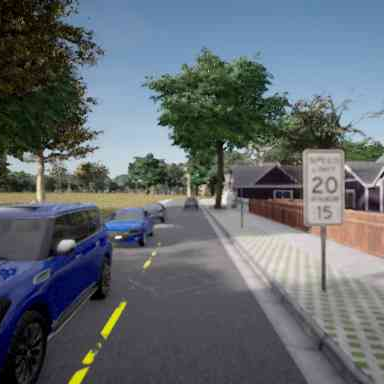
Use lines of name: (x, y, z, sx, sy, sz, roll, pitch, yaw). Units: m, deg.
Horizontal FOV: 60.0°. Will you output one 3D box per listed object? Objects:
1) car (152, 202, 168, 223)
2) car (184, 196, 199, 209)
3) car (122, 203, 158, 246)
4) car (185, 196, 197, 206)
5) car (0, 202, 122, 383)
car: (-2.917, 1.551, 25.802, 1.812, 1.442, 4.674, 0, 0, 0)
car: (-0.047, 1.506, 44.324, 2.128, 1.511, 4.902, 0, 0, 0)
car: (-2.892, 1.495, 15.560, 1.882, 1.535, 5.008, 0, 0, 0)
car: (-0.169, 1.499, 54.399, 1.837, 1.490, 4.892, 0, 0, 0)
car: (-2.865, 1.229, 5.485, 2.150, 2.045, 5.566, 0, 0, 0)
